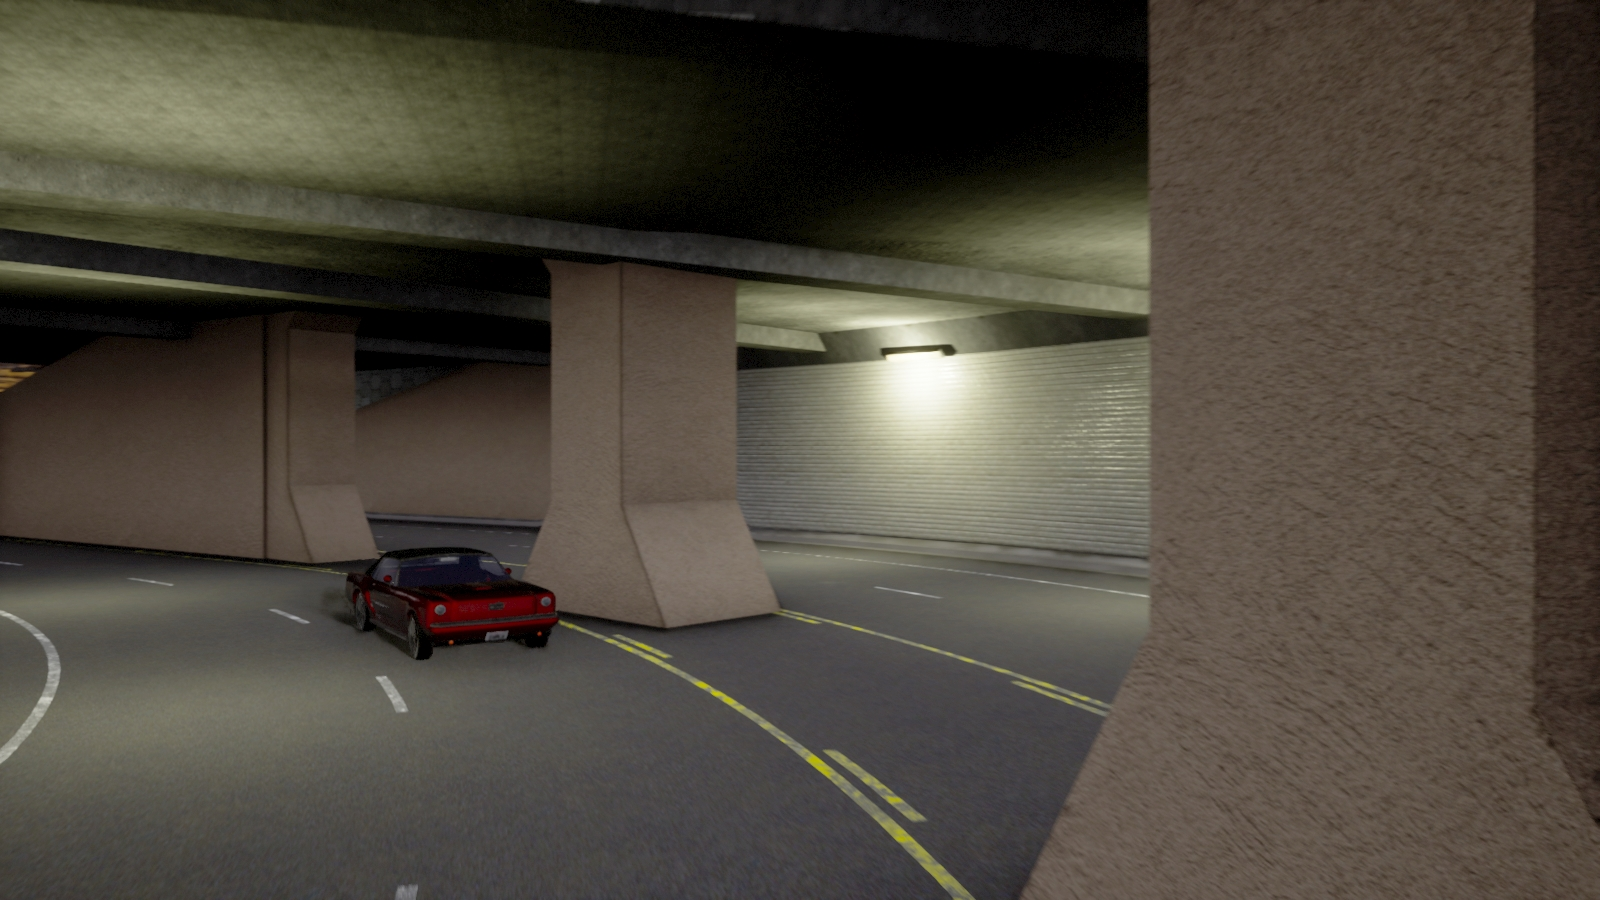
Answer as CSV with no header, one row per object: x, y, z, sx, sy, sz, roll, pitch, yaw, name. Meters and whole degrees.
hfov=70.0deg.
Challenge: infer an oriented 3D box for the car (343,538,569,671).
-5.273,2.161,17.039,1.895,1.301,4.718,0,0,-34,car
